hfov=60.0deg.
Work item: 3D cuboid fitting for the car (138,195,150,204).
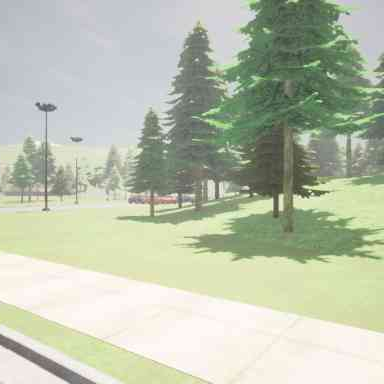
[{"bbox_3d":[-7.226,1.352,61.608,2.097,1.767,4.553,0,0,37],"label":"car"}]

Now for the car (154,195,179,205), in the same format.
[{"bbox_3d":[-4.525,1.352,59.372,2.097,1.767,4.553,0,0,37],"label":"car"}]

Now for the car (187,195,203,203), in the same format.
[{"bbox_3d":[1.509,1.564,67.696,1.994,1.385,4.181,0,0,36],"label":"car"}]

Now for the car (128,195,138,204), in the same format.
[{"bbox_3d":[-9.988,1.352,63.682,2.097,1.767,4.553,0,0,37],"label":"car"}]

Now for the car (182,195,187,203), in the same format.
[{"bbox_3d":[-1.578,1.352,69.406,2.097,1.767,4.553,0,0,36],"label":"car"}]

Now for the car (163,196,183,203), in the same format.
[{"bbox_3d":[-4.092,1.554,71.876,1.994,1.385,4.181,0,0,36],"label":"car"}]
